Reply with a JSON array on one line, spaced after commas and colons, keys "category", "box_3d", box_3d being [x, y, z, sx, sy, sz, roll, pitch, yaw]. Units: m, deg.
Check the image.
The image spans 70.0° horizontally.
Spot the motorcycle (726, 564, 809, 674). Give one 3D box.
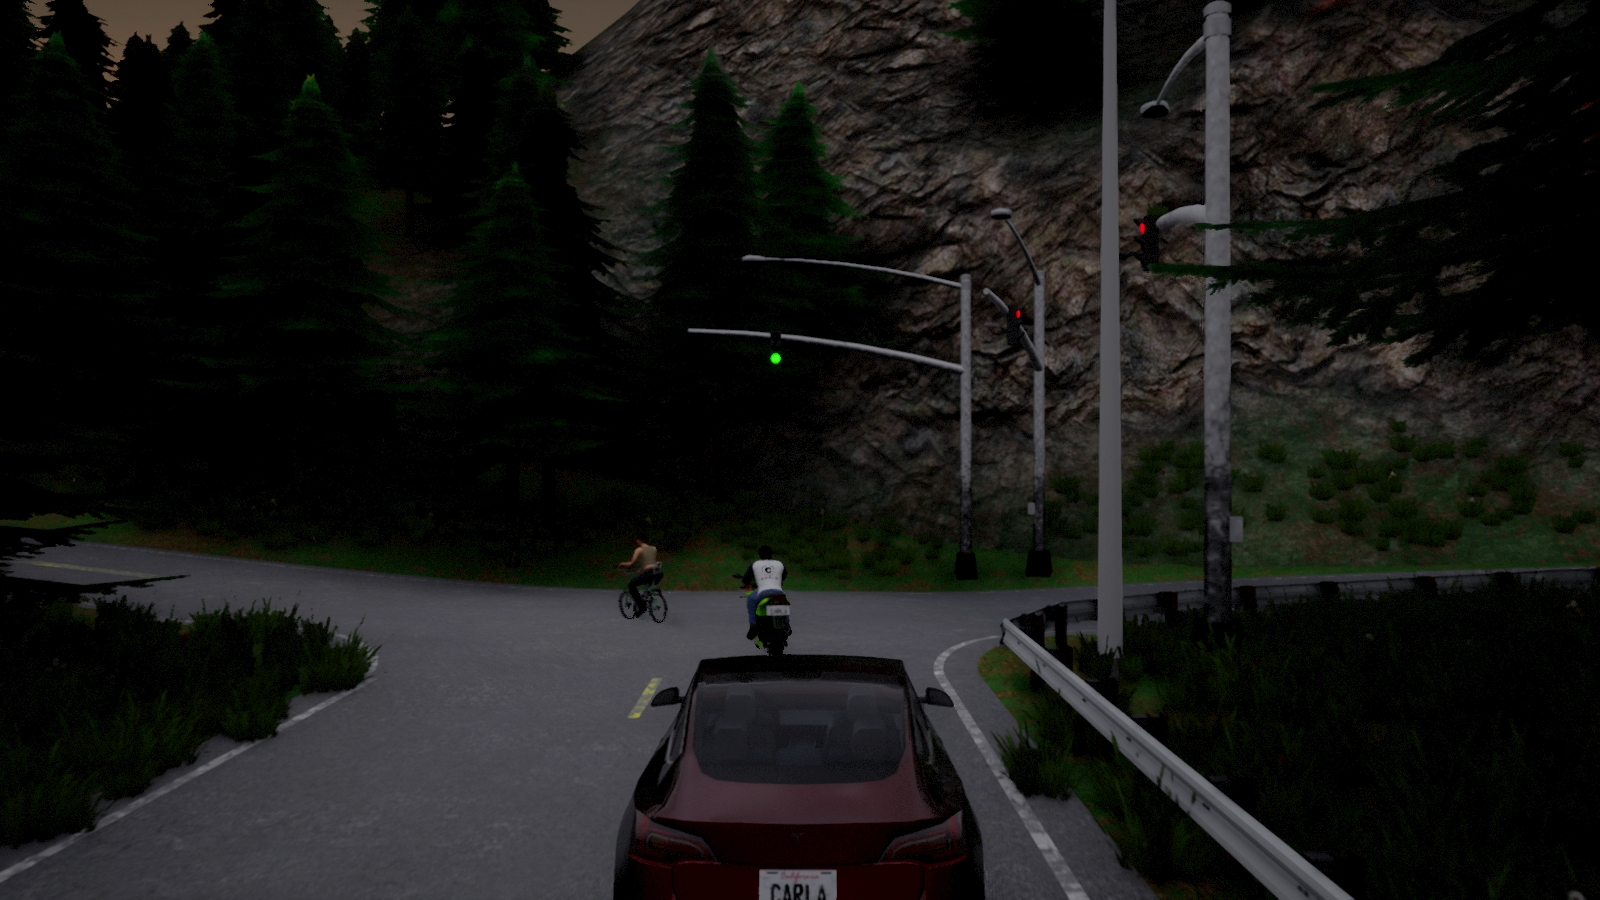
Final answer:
[{"category": "motorcycle", "box_3d": [-0.467, 2.225, 15.390, 0.803, 1.145, 2.033, 0, 0, -11]}]

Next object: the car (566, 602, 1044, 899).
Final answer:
[{"category": "car", "box_3d": [0.040, 2.069, 7.570, 2.163, 1.488, 4.792, 0, 0, 0]}]
